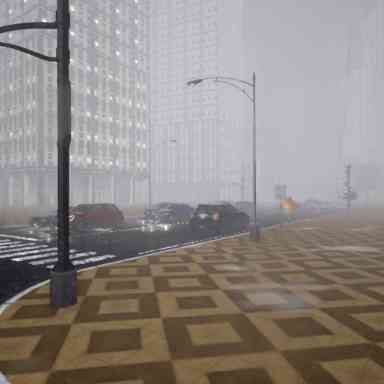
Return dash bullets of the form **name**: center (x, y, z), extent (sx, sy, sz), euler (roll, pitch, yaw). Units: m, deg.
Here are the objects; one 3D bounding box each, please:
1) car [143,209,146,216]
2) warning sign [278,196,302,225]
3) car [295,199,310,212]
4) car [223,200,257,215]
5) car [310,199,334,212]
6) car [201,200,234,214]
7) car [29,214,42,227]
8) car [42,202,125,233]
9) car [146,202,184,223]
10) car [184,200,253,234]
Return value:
- **car**: center (-2.570, 1.710, 31.860), extent (1.837, 1.490, 4.892), euler (0, -1, 34)
- **warning sign**: center (6.764, 1.251, 22.994), extent (1.300, 1.860, 1.060), euler (0, 0, 34)
- **car**: center (13.843, 1.898, 44.394), extent (1.895, 1.301, 4.718), euler (0, -1, 33)
- **car**: center (5.602, 1.730, 38.097), extent (1.882, 1.535, 5.008), euler (0, 0, 34)
- **car**: center (17.312, 1.892, 43.783), extent (1.895, 1.301, 4.718), euler (0, 0, 33)
- **car**: center (3.169, 1.772, 40.301), extent (1.837, 1.490, 4.892), euler (0, 0, 34)
- **car**: center (-8.429, 1.685, 23.272), extent (2.033, 1.411, 5.357), euler (0, -1, 34)
- **car**: center (-6.355, 1.468, 20.505), extent (2.097, 1.767, 4.553), euler (0, -1, 34)
- **car**: center (-1.415, 1.699, 27.787), extent (1.812, 1.442, 4.674), euler (0, -1, 34)
- **car**: center (1.810, 1.468, 20.622), extent (2.097, 1.767, 4.553), euler (0, -1, 34)
